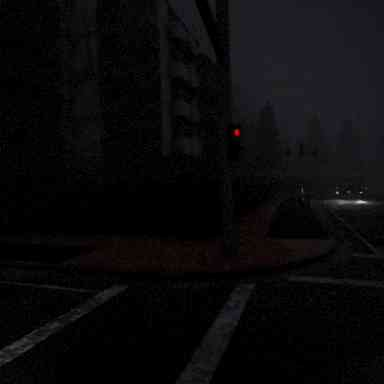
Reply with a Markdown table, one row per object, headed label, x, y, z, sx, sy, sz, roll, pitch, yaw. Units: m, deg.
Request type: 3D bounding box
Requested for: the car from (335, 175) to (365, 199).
| label | x | y | z | sx | sy | sz | roll | pitch | yaw |
| --- | --- | --- | --- | --- | --- | --- | --- | --- | --- |
| car | 14.601 | -0.517 | 30.590 | 2.150 | 2.045 | 5.566 | -1 | 3 | 29 |
